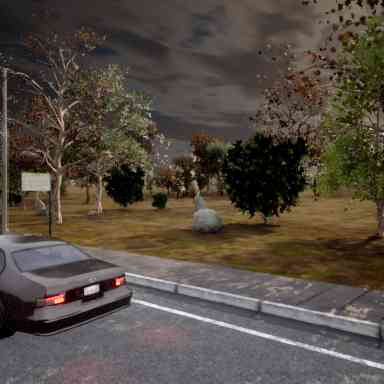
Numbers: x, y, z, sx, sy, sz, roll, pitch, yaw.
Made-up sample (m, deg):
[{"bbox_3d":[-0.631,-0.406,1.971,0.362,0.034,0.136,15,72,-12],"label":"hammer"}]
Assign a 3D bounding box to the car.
[{"bbox_3d":[-3.580,1.547,6.557,5.357,1.411,2.033,0,0,36],"label":"car"}]
